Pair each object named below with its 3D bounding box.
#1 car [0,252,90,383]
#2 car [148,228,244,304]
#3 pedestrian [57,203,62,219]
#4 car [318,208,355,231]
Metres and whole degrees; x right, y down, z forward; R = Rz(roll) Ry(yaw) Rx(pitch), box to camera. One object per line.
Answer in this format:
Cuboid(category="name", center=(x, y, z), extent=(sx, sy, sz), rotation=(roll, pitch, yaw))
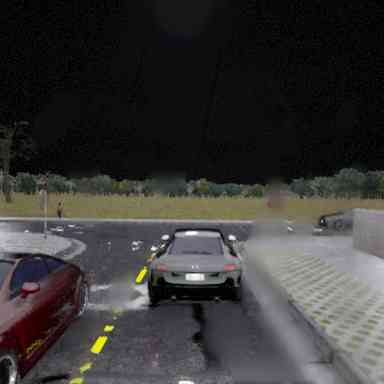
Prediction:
Cuboid(category="car", center=(-2.870, 1.572, 4.519), extent=(1.994, 1.385, 4.181), rotation=(0, 0, 0))
Cuboid(category="car", center=(0.158, 1.580, 8.291), extent=(1.994, 1.385, 4.181), rotation=(0, 0, 3))
Cuboid(category="pedestrian", center=(-9.719, 1.047, 24.391), extent=(0.375, 1.860, 0.375), rotation=(0, -1, 0))
Cuboid(category="car", center=(10.455, 1.764, 21.635), extent=(4.181, 1.385, 1.994), rotation=(1, 0, 0))
